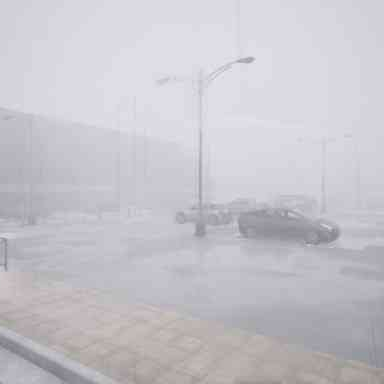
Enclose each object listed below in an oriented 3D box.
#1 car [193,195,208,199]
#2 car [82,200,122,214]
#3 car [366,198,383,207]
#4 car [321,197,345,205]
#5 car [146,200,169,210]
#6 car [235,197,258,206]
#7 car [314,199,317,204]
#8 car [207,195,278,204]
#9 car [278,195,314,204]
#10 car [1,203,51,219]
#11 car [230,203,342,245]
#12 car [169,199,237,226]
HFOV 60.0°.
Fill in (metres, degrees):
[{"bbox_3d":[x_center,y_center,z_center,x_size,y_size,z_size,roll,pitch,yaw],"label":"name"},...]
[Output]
[{"bbox_3d":[2.128,1.395,49.348,2.150,2.045,5.566,0,0,35],"label":"car"},{"bbox_3d":[-10.302,1.681,38.172,1.837,1.490,4.892,0,0,35],"label":"car"},{"bbox_3d":[28.055,1.576,49.322,3.806,1.475,1.970,0,0,35],"label":"car"},{"bbox_3d":[23.710,1.565,56.035,3.633,1.501,1.845,0,0,35],"label":"car"},{"bbox_3d":[-4.523,1.740,46.326,1.994,1.385,4.181,0,0,36],"label":"car"},{"bbox_3d":[10.013,1.668,60.538,2.128,1.511,4.902,0,0,35],"label":"car"},{"bbox_3d":[12.883,1.289,40.931,4.605,1.855,1.932,0,0,35],"label":"car"},{"bbox_3d":[4.167,1.345,27.866,5.027,1.636,2.152,0,0,35],"label":"car"},{"bbox_3d":[11.544,1.269,38.320,3.866,1.878,1.905,0,0,35],"label":"car"},{"bbox_3d":[-15.376,1.740,30.987,1.994,1.385,4.181,0,0,35],"label":"car"},{"bbox_3d":[4.378,1.490,15.379,4.514,1.523,2.007,0,0,35],"label":"car"},{"bbox_3d":[0.731,1.424,22.436,3.806,1.475,1.970,0,0,35],"label":"car"}]
